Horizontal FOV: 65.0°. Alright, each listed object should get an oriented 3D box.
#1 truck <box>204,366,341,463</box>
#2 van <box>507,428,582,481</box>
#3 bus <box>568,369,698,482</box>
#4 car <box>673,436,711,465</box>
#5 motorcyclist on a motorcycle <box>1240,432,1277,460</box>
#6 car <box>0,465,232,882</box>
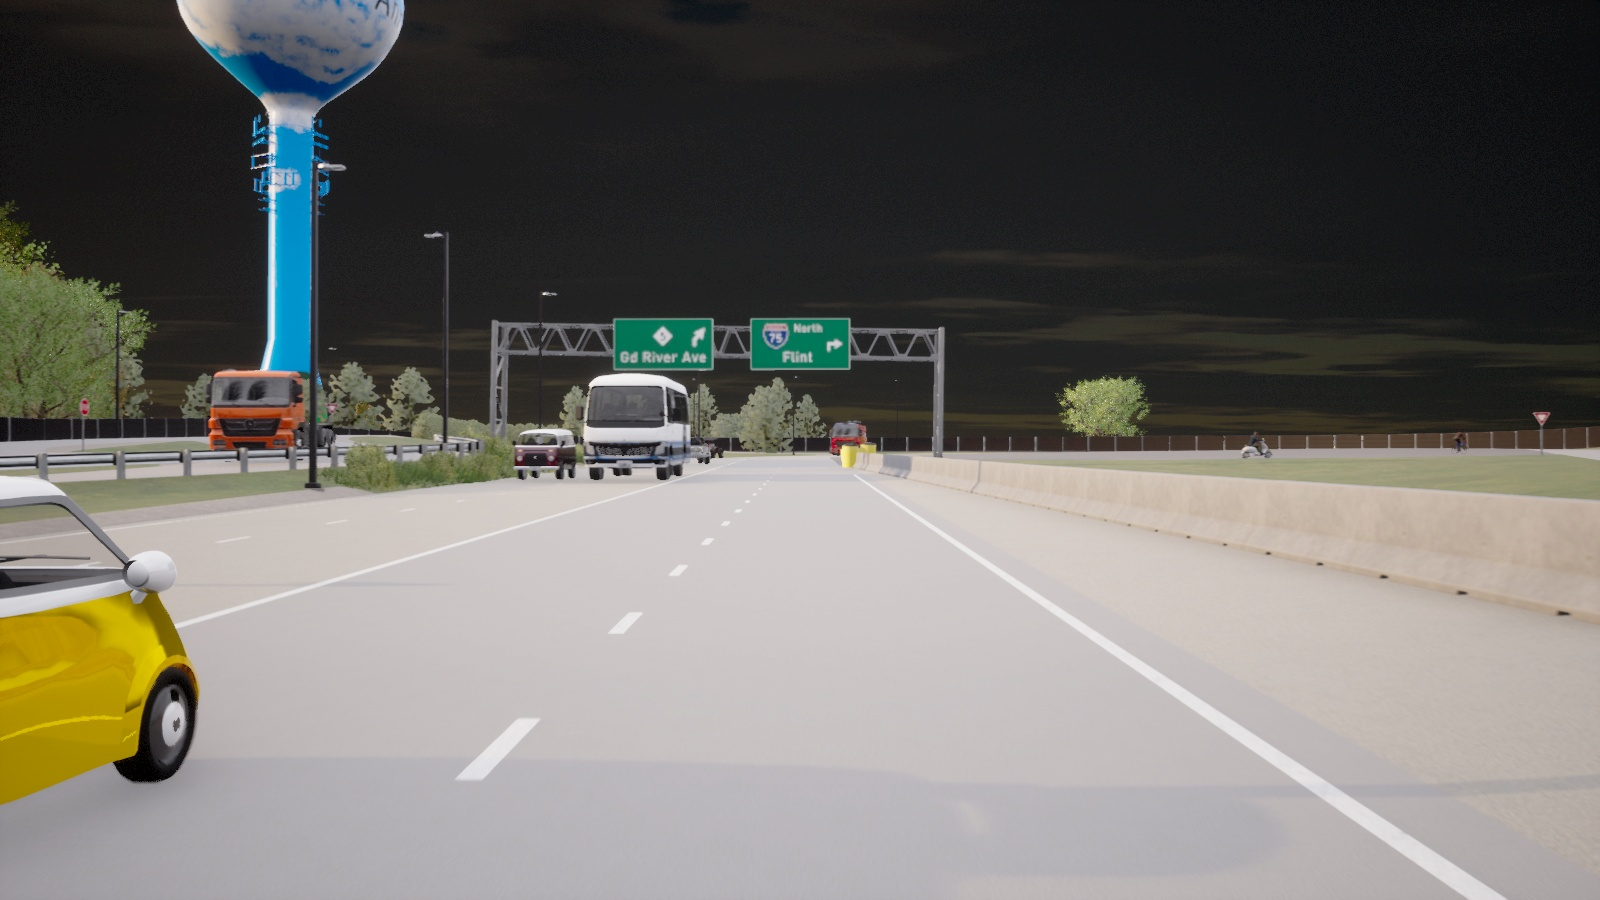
[{"bbox_3d":[-20.232,-1.406,48.737,2.891,3.462,7.936,0,2,-8],"label":"truck"},{"bbox_3d":[-10.195,0.148,50.438,2.069,2.038,4.480,0,0,0],"label":"van"},{"bbox_3d":[-6.684,-0.956,52.264,3.944,4.253,10.273,0,0,0],"label":"bus"},{"bbox_3d":[-7.204,0.016,83.666,1.932,1.855,4.605,0,0,-13],"label":"car"},{"bbox_3d":[26.557,-0.235,72.790,1.817,1.590,0.866,-1,-1,-2],"label":"motorcyclist on a motorcycle"},{"bbox_3d":[-3.457,0.772,4.883,1.481,1.376,2.207,0,1,0],"label":"car"}]
